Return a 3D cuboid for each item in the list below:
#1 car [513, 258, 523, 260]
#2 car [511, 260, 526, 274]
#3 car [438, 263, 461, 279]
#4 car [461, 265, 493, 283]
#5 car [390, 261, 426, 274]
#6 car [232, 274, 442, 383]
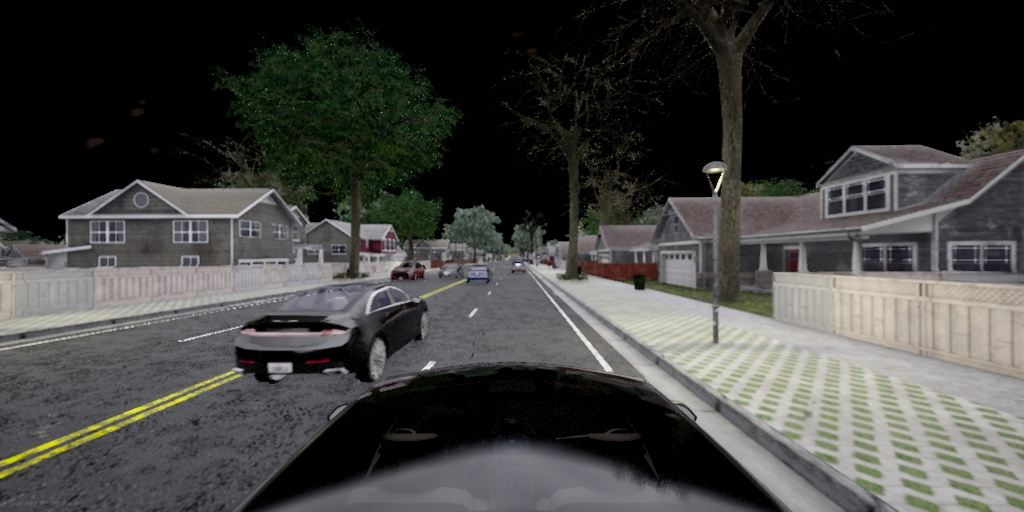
[{"bbox_3d":[1.039,1.378,62.299,2.150,2.045,5.566,0,0,1],"label":"car"},{"bbox_3d":[0.895,1.606,47.974,2.033,1.411,5.357,0,0,2],"label":"car"},{"bbox_3d":[-6.010,1.479,35.660,2.128,1.511,4.902,0,0,1],"label":"car"},{"bbox_3d":[-2.651,1.490,30.203,2.033,1.411,5.357,0,0,1],"label":"car"},{"bbox_3d":[-9.316,1.324,32.384,2.097,1.767,4.553,0,0,1],"label":"car"},{"bbox_3d":[-3.040,1.282,7.185,2.128,1.511,4.902,0,0,1],"label":"car"}]
